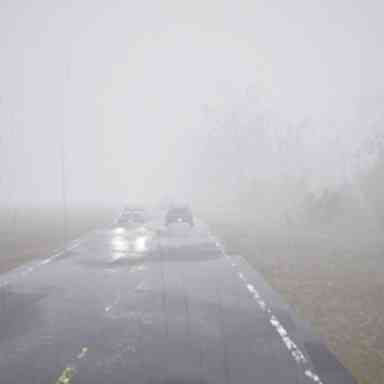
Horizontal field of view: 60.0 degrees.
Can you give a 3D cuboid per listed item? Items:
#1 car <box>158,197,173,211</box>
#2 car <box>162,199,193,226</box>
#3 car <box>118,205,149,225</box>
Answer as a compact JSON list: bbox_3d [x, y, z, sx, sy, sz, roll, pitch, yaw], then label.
[{"bbox_3d":[-3.147,1.350,41.723,2.097,1.767,4.553,0,0,-8],"label":"car"},{"bbox_3d":[-0.975,1.503,23.222,1.837,1.490,4.892,0,0,-5],"label":"car"},{"bbox_3d":[-4.173,1.605,24.024,1.895,1.301,4.718,0,0,-4],"label":"car"}]
